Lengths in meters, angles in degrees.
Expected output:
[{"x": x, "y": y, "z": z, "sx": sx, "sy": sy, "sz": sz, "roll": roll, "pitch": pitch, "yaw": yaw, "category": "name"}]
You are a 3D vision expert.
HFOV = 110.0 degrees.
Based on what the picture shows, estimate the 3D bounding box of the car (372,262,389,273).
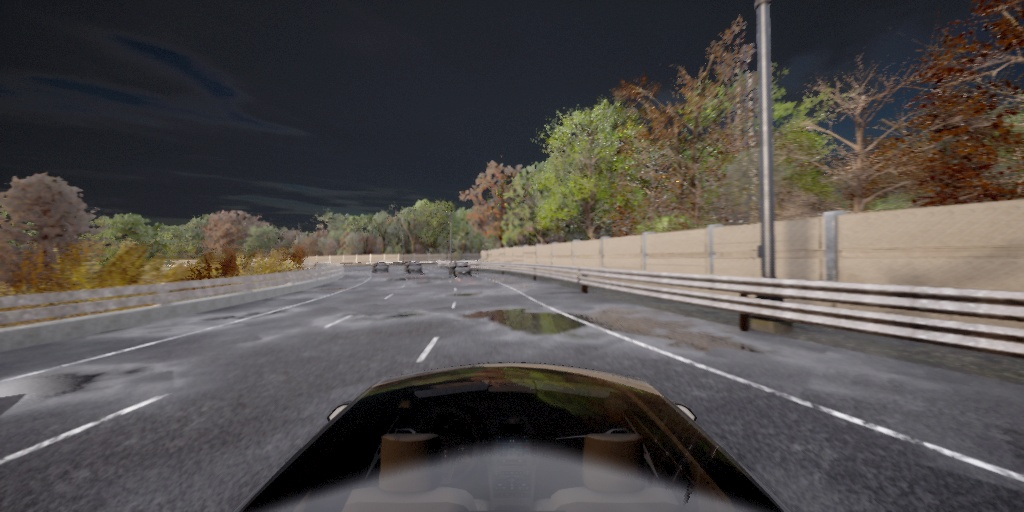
[{"x": -18.660, "y": 1.631, "z": 50.862, "sx": 2.128, "sy": 1.511, "sz": 4.902, "roll": -1, "pitch": 0, "yaw": -27, "category": "car"}]

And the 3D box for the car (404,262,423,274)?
[{"x": -12.891, "y": 1.525, "z": 46.773, "sx": 2.128, "sy": 1.511, "sz": 4.902, "roll": -1, "pitch": 0, "yaw": -23, "category": "car"}]

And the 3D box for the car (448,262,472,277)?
[{"x": -5.420, "y": 1.383, "z": 37.131, "sx": 2.128, "sy": 1.511, "sz": 4.902, "roll": -1, "pitch": 0, "yaw": -18, "category": "car"}]
